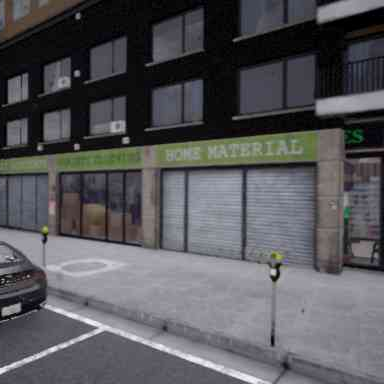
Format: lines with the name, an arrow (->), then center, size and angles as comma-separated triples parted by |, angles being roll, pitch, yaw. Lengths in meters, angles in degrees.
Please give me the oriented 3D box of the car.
car -> -4.498, 1.543, 6.300 | 4.403, 1.369, 2.008 | 0, 1, 36
